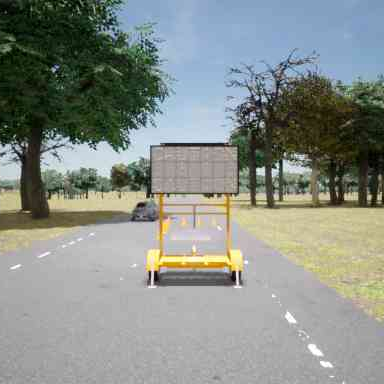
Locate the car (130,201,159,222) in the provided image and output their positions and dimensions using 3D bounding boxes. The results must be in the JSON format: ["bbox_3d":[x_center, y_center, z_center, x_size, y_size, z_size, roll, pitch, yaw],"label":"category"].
[{"bbox_3d":[-3.676,1.505,26.559,1.837,1.490,4.892,0,0,0],"label":"car"}]

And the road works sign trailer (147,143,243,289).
[{"bbox_3d":[0.067,0.461,9.161,2.380,3.560,2.880,0,0,0],"label":"road works sign trailer"}]
